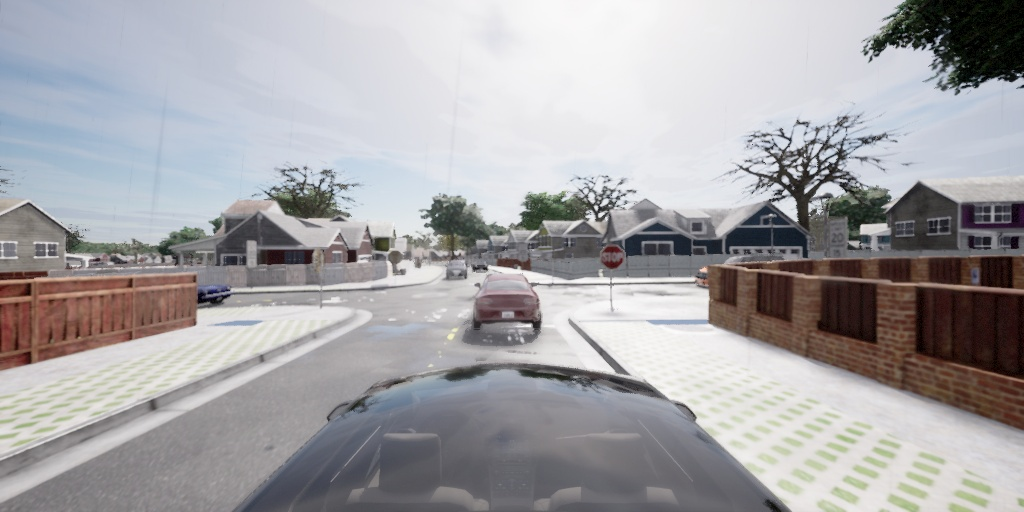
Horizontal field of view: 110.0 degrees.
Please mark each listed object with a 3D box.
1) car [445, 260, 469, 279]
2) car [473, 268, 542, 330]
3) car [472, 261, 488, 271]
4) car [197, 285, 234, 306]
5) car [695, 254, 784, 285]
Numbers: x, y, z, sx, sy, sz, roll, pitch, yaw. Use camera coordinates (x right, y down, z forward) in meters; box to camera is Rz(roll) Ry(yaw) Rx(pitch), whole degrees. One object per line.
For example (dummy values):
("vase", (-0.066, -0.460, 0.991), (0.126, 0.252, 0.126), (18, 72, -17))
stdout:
("car", (-4.885, 1.228, 31.984), (2.128, 1.511, 4.902), (0, 0, -7))
("car", (-0.180, 1.252, 10.987), (1.812, 1.442, 4.674), (0, 0, -2))
("car", (-4.368, 1.354, 48.006), (1.895, 1.301, 4.718), (0, 0, -11))
("car", (-15.288, 1.658, 15.832), (4.718, 1.301, 1.895), (-1, 1, -6))
("car", (12.308, 0.743, 19.115), (4.553, 1.767, 2.097), (-1, 1, 5))
